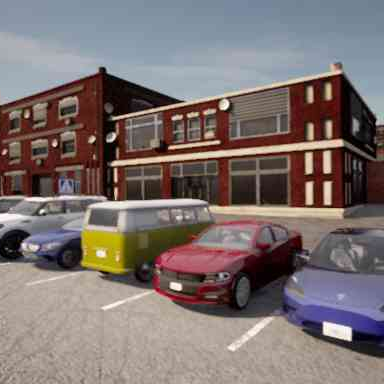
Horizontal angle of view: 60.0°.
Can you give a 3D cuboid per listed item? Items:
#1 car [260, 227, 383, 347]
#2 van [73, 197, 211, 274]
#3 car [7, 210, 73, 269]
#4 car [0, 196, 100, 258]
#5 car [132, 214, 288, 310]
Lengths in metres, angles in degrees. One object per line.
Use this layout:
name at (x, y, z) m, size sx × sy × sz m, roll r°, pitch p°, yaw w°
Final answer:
car at (3.380, 1.504, 6.507) m, size 2.163 × 1.488 × 4.792 m, roll 0°, pitch 0°, yaw 35°
van at (-0.924, 1.223, 9.754) m, size 1.878 × 1.987 × 4.442 m, roll 0°, pitch 0°, yaw 36°
car at (-3.333, 1.481, 11.333) m, size 2.002 × 1.452 × 4.674 m, roll 0°, pitch 0°, yaw 35°
car at (-5.598, 1.185, 12.909) m, size 2.435 × 2.045 × 5.566 m, roll 0°, pitch 0°, yaw 35°
car at (1.157, 1.459, 8.136) m, size 2.097 × 1.535 × 5.008 m, roll 0°, pitch 0°, yaw 35°
